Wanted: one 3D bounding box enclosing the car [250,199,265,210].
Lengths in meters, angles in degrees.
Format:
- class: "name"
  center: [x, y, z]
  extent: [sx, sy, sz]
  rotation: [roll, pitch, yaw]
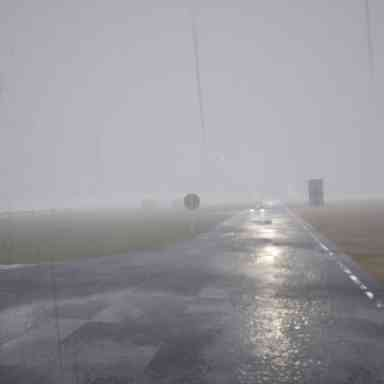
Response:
- class: "car"
  center: [9.508, 1.791, 48.602]
  extent: [1.812, 1.442, 4.674]
  rotation: [-2, -1, 13]
